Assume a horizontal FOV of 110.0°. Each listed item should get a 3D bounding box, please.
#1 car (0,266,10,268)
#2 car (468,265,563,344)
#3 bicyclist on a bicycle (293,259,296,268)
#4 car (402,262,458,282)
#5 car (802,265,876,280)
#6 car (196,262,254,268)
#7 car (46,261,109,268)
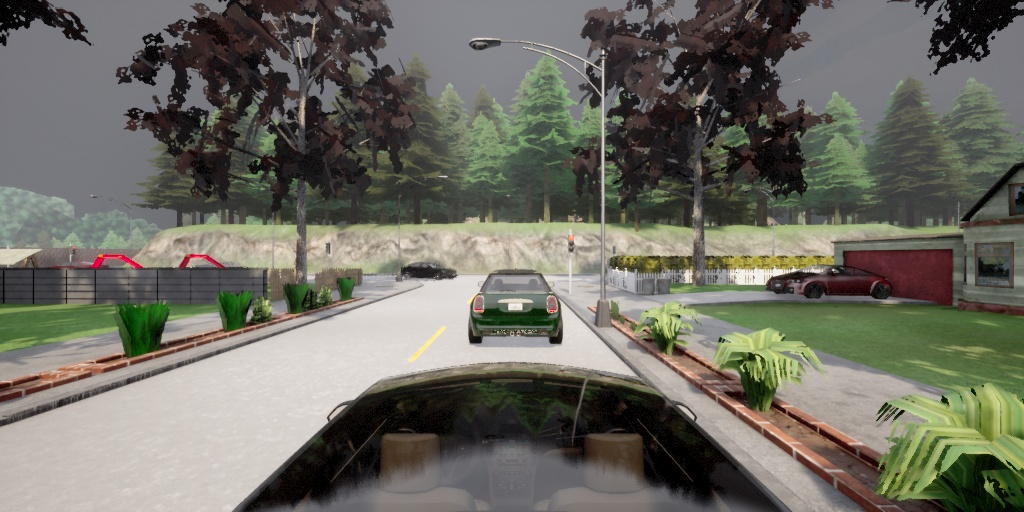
[{"bbox_3d":[-46.794,1.243,31.460,4.902,1.511,2.128,0,0,1],"label":"car"},{"bbox_3d":[0.108,1.102,9.759,2.097,1.767,4.553,0,0,1],"label":"car"},{"bbox_3d":[-23.711,1.099,39.546,0.582,1.620,1.656,0,0,1],"label":"bicyclist on a bicycle"},{"bbox_3d":[-6.794,1.228,29.469,5.008,1.535,1.882,0,-1,28],"label":"car"},{"bbox_3d":[31.663,1.228,34.812,5.008,1.535,1.882,0,0,1],"label":"car"},{"bbox_3d":[-24.641,1.241,31.158,4.902,1.511,2.128,0,0,1],"label":"car"},{"bbox_3d":[-42.952,1.228,35.433,5.008,1.535,1.882,0,0,1],"label":"car"}]
